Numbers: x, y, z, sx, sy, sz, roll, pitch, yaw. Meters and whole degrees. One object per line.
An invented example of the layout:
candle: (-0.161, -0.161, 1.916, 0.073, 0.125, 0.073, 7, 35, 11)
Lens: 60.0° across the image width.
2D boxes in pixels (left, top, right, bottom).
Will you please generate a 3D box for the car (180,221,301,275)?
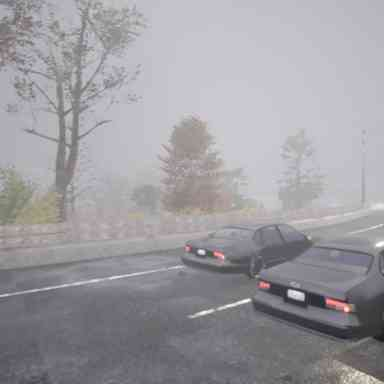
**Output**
car: (2.184, 1.601, 10.141, 5.357, 1.411, 2.033, 0, 0, -39)

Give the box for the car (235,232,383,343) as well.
car: (3.470, 1.583, 6.538, 5.357, 1.411, 2.033, 0, 0, -40)
